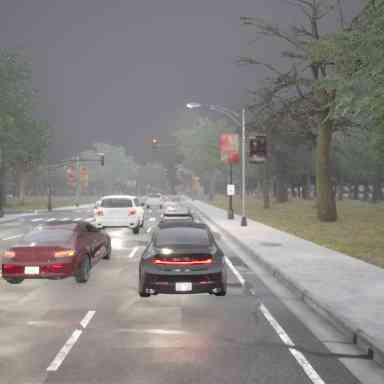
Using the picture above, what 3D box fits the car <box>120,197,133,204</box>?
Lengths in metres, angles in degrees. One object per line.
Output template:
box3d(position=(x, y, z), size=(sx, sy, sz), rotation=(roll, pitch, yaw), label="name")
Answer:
box3d(position=(-12.981, 1.643, 66.385), size=(1.895, 1.301, 4.718), rotation=(0, 0, -2), label="car")

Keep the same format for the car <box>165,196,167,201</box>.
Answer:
box3d(position=(-7.249, 1.544, 82.502), size=(1.882, 1.535, 5.008), rotation=(0, 0, -3), label="car")

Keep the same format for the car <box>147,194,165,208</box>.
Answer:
box3d(position=(-5.338, 1.243, 48.189), size=(2.150, 2.045, 5.566), rotation=(0, 0, -4), label="car")

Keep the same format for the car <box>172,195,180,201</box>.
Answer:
box3d(position=(-4.187, 1.475, 86.405), size=(2.128, 1.511, 4.902), rotation=(0, 0, -3), label="car")

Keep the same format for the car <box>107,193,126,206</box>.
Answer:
box3d(position=(-12.529, 1.252, 55.813), size=(2.150, 2.045, 5.566), rotation=(0, 0, -2), label="car")

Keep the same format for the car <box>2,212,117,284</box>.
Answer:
box3d(position=(-3.566, 1.527, 9.481), size=(1.812, 1.442, 4.674), rotation=(0, 0, -3), label="car")

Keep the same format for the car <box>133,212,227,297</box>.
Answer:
box3d(position=(-0.264, 1.506, 8.581), size=(1.837, 1.490, 4.892), rotation=(0, 0, -3), label="car")

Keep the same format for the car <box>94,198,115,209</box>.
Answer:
box3d(position=(-12.058, 1.545, 45.973), size=(1.812, 1.442, 4.674), rotation=(0, 0, -3), label="car")

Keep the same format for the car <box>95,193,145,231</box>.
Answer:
box3d(position=(-4.016, 1.226, 19.226), size=(2.150, 2.045, 5.566), rotation=(0, 0, -5), label="car")

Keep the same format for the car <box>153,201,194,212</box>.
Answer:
box3d(position=(-0.869, 1.496, 18.896), size=(2.128, 1.511, 4.902), rotation=(0, 0, -3), label="car")

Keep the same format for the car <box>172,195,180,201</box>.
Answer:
box3d(position=(-3.676, 1.594, 76.003), size=(2.033, 1.411, 5.357), rotation=(0, 0, -3), label="car")
